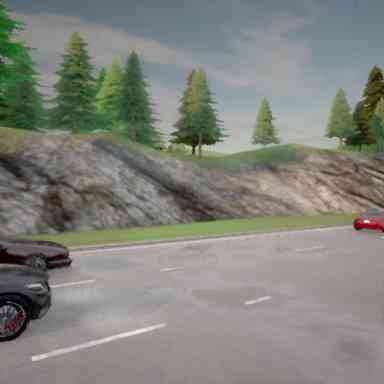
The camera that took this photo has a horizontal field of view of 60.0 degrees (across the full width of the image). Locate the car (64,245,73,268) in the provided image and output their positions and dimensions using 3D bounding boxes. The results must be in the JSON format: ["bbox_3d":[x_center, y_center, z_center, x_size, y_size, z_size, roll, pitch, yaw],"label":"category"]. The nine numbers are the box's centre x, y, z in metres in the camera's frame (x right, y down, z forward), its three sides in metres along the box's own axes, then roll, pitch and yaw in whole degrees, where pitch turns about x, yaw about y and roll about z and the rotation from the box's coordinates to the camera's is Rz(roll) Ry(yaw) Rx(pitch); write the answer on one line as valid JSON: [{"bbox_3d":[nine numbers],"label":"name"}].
[{"bbox_3d":[-5.853,1.546,8.169,5.357,1.411,2.033,1,0,-36],"label":"car"}]

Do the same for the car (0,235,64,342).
[{"bbox_3d":[-4.554,1.518,4.796,4.674,1.442,1.812,1,0,-36],"label":"car"}]

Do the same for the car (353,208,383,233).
[{"bbox_3d":[11.972,1.727,20.820,4.181,1.385,1.994,1,0,-35],"label":"car"}]
